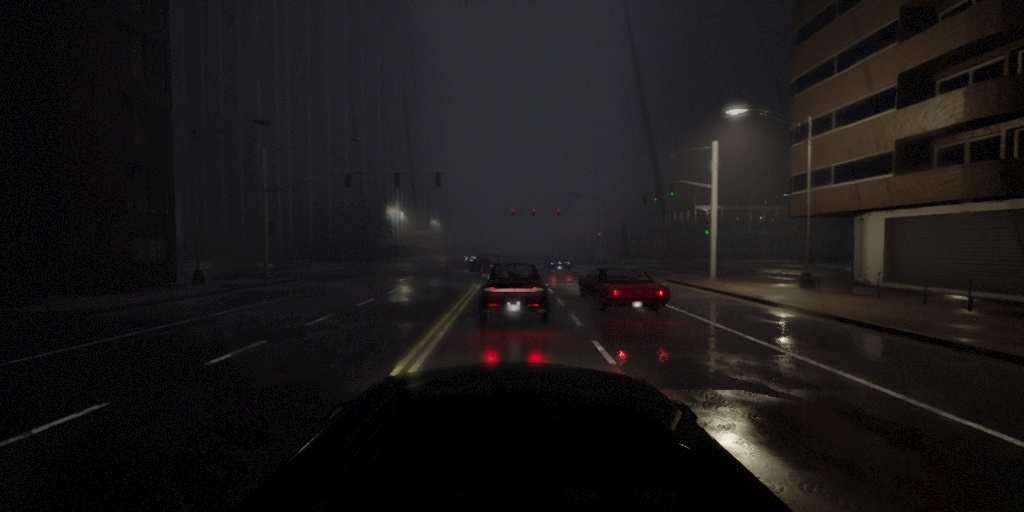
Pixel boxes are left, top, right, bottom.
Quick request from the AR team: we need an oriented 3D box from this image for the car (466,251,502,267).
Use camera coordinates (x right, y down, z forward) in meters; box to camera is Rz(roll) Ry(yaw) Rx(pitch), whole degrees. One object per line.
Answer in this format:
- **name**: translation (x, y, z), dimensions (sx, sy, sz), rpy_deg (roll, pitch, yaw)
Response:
- **car**: translation (-1.663, 0.569, 25.308), dimensions (2.033, 1.411, 5.357), rpy_deg (-1, 2, -23)

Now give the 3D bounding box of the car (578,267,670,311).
- **car**: translation (3.580, 1.019, 12.440), dimensions (1.895, 1.301, 4.718), rpy_deg (0, 2, 0)

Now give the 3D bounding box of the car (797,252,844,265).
- **car**: translation (32.482, 0.257, 37.103), dimensions (4.718, 1.301, 1.895), rpy_deg (0, 2, 1)

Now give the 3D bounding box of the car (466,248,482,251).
- **car**: translation (-7.022, -0.662, 63.780), dimensions (1.837, 1.490, 4.892), rpy_deg (0, 2, 1)

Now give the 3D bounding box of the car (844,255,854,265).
- **car**: translation (34.665, 0.270, 33.579), dimensions (4.892, 1.490, 1.837), rpy_deg (0, 2, 1)

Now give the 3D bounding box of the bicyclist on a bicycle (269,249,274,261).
- **bicyclist on a bicycle**: translation (-28.765, -0.209, 42.506), dimensions (0.582, 1.620, 1.656), rpy_deg (0, 2, 1)

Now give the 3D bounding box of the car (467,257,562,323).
- **car**: translation (0.069, 0.956, 10.861), dimensions (2.128, 1.511, 4.902), rpy_deg (0, 2, 0)

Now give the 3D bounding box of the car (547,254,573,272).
- **car**: translation (3.586, 0.514, 28.820), dimensions (1.895, 1.301, 4.718), rpy_deg (0, 2, 0)
